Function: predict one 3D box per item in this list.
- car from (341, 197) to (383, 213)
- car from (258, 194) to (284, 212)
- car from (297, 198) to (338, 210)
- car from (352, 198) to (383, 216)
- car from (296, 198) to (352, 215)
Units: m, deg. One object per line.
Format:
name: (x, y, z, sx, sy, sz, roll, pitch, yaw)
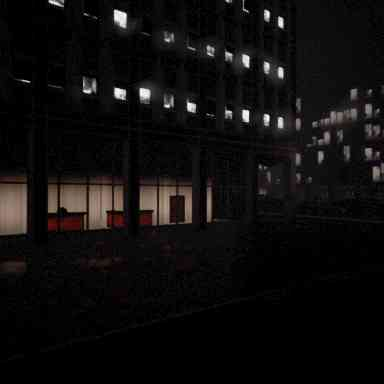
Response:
car: (18.858, 1.360, 36.620, 1.967, 1.590, 4.097, 1, 0, -36)
car: (8.560, 1.171, 36.074, 2.192, 1.841, 5.009, 1, 0, -36)
car: (15.459, 1.438, 41.170, 2.008, 1.369, 4.403, 1, 0, -36)
car: (15.479, 1.390, 31.220, 1.882, 1.535, 5.008, 0, 0, -36)
car: (12.008, 1.415, 31.351, 1.752, 1.417, 4.829, 1, 0, -36)
